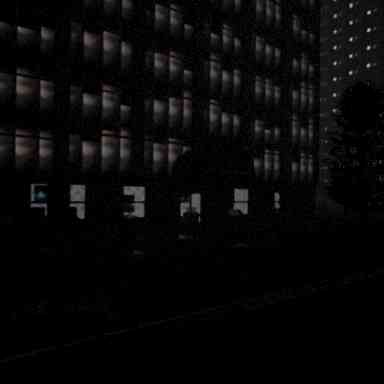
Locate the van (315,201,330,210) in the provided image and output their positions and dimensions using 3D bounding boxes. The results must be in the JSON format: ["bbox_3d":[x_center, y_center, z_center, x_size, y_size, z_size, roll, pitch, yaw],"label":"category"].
[{"bbox_3d":[24.294,2.585,63.262,1.690,1.788,3.998,0,-1,-22],"label":"van"}]
